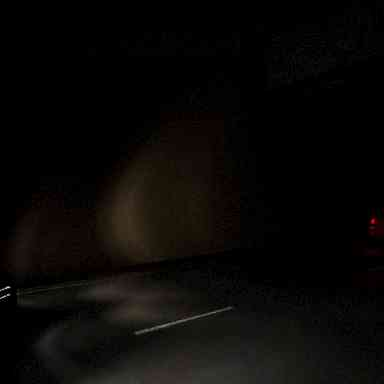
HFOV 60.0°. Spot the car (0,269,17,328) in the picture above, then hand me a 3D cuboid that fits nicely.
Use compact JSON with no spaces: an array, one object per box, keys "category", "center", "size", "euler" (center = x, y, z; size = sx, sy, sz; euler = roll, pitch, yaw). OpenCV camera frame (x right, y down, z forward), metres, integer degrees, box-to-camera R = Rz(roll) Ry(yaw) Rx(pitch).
[{"category":"car","center":[-5.072,1.477,4.299],"size":[5.008,1.535,1.882],"euler":[0,0,-35]}]

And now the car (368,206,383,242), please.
[{"category":"car","center":[10.020,1.352,15.064],"size":[4.553,1.767,2.097],"euler":[0,0,-35]}]
